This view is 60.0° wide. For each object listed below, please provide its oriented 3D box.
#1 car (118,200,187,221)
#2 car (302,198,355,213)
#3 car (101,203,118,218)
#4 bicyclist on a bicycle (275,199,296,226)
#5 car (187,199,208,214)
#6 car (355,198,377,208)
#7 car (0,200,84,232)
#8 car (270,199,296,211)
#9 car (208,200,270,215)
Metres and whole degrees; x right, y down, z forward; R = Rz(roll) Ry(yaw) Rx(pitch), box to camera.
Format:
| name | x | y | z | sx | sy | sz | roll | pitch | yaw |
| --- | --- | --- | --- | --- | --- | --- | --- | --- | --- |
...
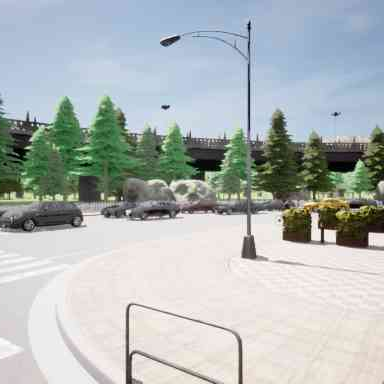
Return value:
| name | x | y | z | sx | sy | sz | roll | pitch | yaw |
| --- | --- | --- | --- | --- | --- | --- | --- | --- | --- |
| car | -3.137 | 1.435 | 27.114 | 4.902 | 1.511 | 2.128 | 0 | 0 | -44 |
| car | 14.562 | 1.421 | 36.269 | 5.008 | 1.535 | 1.882 | 0 | 0 | -7 |
| car | -5.837 | 1.507 | 29.208 | 1.994 | 1.385 | 4.181 | 0 | 0 | 45 |
| bicyclist on a bicycle | 5.589 | 1.245 | 19.568 | 0.582 | 1.620 | 1.656 | 0 | 0 | -44 |
| car | 0.816 | 1.469 | 34.692 | 4.674 | 1.442 | 1.812 | 0 | 0 | -30 |
| car | 19.678 | 1.435 | 40.192 | 4.902 | 1.511 | 2.128 | 0 | 0 | 0 |
| car | -8.932 | 1.295 | 20.043 | 2.097 | 1.767 | 4.553 | 0 | 0 | 37 |
| car | 9.884 | 1.507 | 38.686 | 4.181 | 1.385 | 1.994 | 0 | 0 | -14 |
| car | 4.690 | 1.491 | 33.038 | 5.357 | 1.411 | 2.033 | 0 | 0 | -26 |
